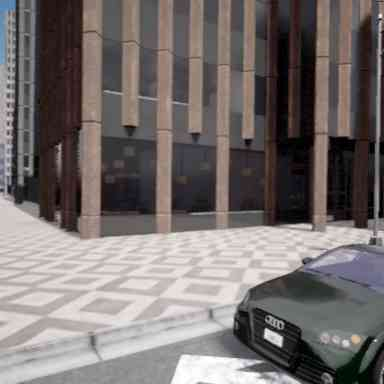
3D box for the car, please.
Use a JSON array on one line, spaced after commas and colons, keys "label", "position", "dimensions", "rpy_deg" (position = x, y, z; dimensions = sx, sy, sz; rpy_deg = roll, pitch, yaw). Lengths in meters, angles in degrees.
[{"label": "car", "position": [2.669, 1.521, 4.901], "dimensions": [4.181, 1.385, 1.994], "rpy_deg": [0, 1, -31]}]
